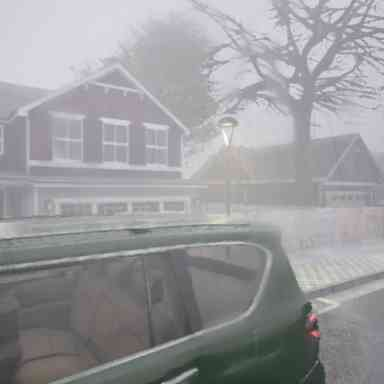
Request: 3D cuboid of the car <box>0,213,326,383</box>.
[{"bbox_3d":[-1.514,1.221,1.986,5.566,2.045,2.150,0,0,-35],"label":"car"}]
